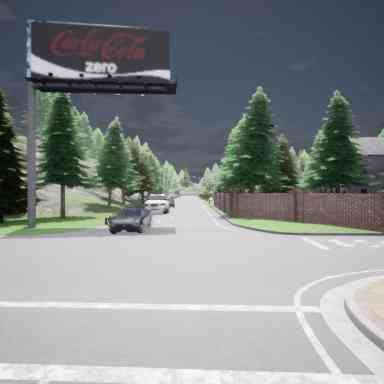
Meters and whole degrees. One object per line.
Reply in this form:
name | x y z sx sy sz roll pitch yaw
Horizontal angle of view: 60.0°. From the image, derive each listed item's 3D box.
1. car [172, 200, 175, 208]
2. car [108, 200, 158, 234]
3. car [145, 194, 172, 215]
car | -3.561 1.564 49.000 1.994 1.385 4.181 0 0 0
car | -3.639 1.618 20.715 2.033 1.411 5.357 0 3 1
car | -3.587 1.220 34.654 2.150 2.045 5.566 0 0 0
